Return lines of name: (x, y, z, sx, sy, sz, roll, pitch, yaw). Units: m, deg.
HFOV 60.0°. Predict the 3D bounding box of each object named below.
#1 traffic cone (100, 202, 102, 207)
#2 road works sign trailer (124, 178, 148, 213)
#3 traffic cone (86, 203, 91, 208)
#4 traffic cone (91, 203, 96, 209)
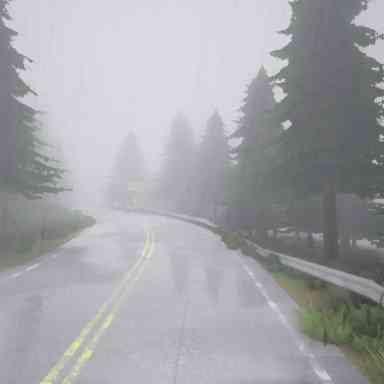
traffic cone: (-11.189, 1.843, 40.574, 0.340, 0.580, 0.340, 3, -1, -33)
road works sign trailer: (-6.156, 0.397, 35.516, 2.380, 3.560, 2.880, 4, -2, -33)
traffic cone: (-13.380, 1.807, 43.922, 0.340, 0.580, 0.340, 3, -2, -33)
traffic cone: (-12.281, 1.821, 42.245, 0.340, 0.580, 0.340, 3, -1, -33)
